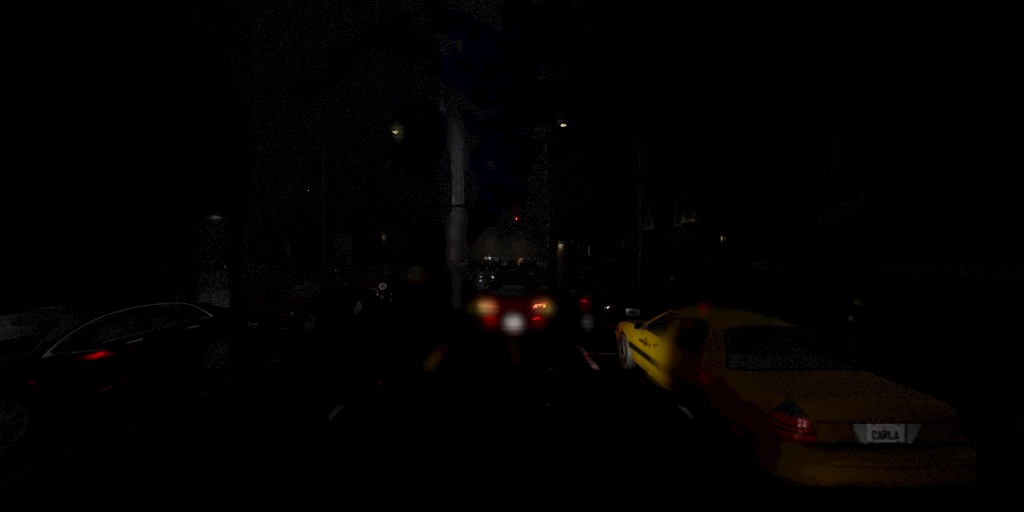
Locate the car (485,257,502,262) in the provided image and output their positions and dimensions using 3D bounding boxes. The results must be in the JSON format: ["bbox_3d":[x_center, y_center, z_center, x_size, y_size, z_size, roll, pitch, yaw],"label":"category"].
[{"bbox_3d":[-3.136,1.328,57.934,1.994,1.385,4.181,0,0,0],"label":"car"}]

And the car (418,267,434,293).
[{"bbox_3d":[-5.779,1.277,20.979,1.751,1.417,4.829,0,0,0],"label":"car"}]

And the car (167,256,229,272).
[{"bbox_3d":[-28.393,0.731,32.567,4.892,1.490,1.837,1,0,0],"label":"car"}]

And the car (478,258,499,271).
[{"bbox_3d":[-3.140,1.285,47.966,1.812,1.442,4.674,0,0,0],"label":"car"}]

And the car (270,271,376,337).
[{"bbox_3d":[-5.769,1.295,10.235,1.888,1.381,4.507,0,0,0],"label":"car"}]

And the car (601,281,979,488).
[{"bbox_3d":[2.761,1.275,4.958,1.751,1.417,4.829,0,0,0],"label":"car"}]

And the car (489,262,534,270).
[{"bbox_3d":[0.003,1.256,18.946,1.837,1.490,4.892,0,0,0],"label":"car"}]

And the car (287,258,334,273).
[{"bbox_3d":[-17.849,0.936,32.596,4.892,1.490,1.837,1,0,0],"label":"car"}]

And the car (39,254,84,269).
[{"bbox_3d":[-41.432,0.544,32.558,4.181,1.385,1.994,1,0,1],"label":"car"}]

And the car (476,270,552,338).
[{"bbox_3d":[0.063,1.276,10.079,1.812,1.442,4.674,0,0,0],"label":"car"}]

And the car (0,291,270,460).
[{"bbox_3d":[-5.764,1.300,4.778,2.007,1.370,4.403,0,0,0],"label":"car"}]

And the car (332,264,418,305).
[{"bbox_3d":[-5.774,1.190,15.692,1.967,1.591,4.097,0,0,0],"label":"car"}]

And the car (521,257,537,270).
[{"bbox_3d":[2.716,1.202,53.127,1.967,1.591,4.097,0,0,0],"label":"car"}]

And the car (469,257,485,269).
[{"bbox_3d":[-5.814,1.079,58.556,2.192,1.841,5.009,0,0,0],"label":"car"}]

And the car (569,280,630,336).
[{"bbox_3d":[2.756,1.316,10.245,1.948,1.339,4.313,0,0,0],"label":"car"}]
